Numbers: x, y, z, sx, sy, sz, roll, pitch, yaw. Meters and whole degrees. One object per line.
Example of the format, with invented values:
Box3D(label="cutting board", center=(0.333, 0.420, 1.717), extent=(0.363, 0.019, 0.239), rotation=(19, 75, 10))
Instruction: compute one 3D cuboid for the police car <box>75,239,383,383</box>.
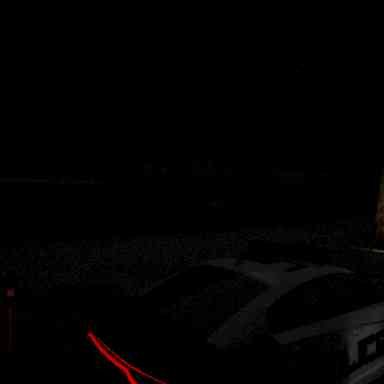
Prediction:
Box3D(label="police car", center=(1.291, 1.464, 4.195), extent=(5.238, 1.638, 1.930), rotation=(1, 0, -36))
